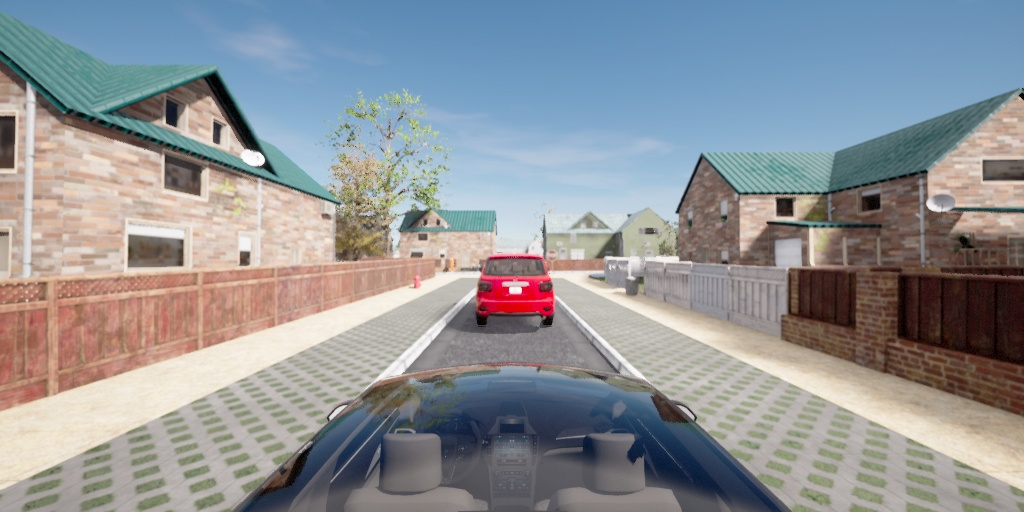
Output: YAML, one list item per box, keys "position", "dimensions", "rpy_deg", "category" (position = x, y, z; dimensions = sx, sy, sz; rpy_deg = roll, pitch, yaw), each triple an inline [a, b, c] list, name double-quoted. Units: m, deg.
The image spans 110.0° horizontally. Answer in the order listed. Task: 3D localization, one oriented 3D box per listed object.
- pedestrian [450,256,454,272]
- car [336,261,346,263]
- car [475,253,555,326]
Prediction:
- position: [-6.793, 0.894, 40.419]
  dimensions: [0.375, 1.860, 0.375]
  rpy_deg: [0, -1, 1]
  category: "pedestrian"
- position: [-16.349, 1.215, 34.657]
  dimensions: [5.008, 1.535, 1.882]
  rpy_deg: [-1, -1, 1]
  category: "car"
- position: [0.072, 0.920, 11.619]
  dimensions: [2.150, 2.045, 5.566]
  rpy_deg: [0, 1, 0]
  category: "car"
